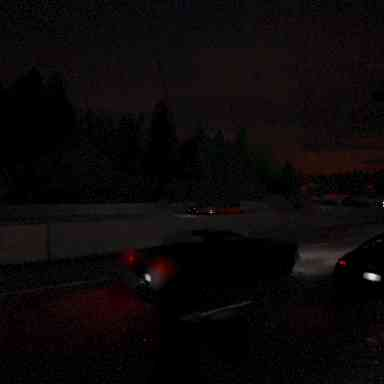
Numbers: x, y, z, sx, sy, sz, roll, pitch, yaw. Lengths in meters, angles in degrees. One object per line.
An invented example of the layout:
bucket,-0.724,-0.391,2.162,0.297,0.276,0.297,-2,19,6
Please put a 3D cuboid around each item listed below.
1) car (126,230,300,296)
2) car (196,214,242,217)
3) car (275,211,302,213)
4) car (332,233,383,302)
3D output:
car,0.787,1.667,8.852,4.718,1.301,1.895,1,0,-37
car,2.483,1.566,28.552,4.553,1.767,2.097,1,0,-41
car,9.207,1.846,29.909,4.181,1.385,1.994,1,-1,-43
car,5.128,1.660,7.790,4.181,1.385,1.994,1,0,-38
